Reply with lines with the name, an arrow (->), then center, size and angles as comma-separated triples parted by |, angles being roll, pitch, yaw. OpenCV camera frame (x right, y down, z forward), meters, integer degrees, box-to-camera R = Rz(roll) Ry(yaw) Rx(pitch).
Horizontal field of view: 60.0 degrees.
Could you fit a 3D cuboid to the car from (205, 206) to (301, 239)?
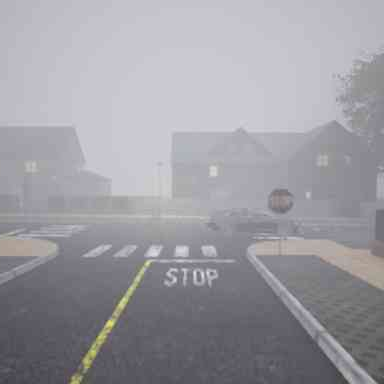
car -> 3.107, 1.520, 17.222 | 4.902, 1.511, 2.128 | 1, 1, -1
